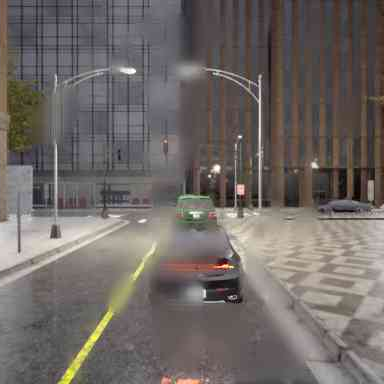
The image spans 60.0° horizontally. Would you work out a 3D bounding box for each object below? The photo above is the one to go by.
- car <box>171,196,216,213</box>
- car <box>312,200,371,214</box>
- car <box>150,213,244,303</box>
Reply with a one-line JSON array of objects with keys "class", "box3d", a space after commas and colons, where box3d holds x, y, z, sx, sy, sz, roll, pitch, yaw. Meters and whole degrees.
[{"class": "car", "box3d": [0.048, 1.218, 18.151, 2.150, 2.045, 5.566, 0, 0, -3]}, {"class": "car", "box3d": [15.057, 1.478, 33.524, 5.357, 1.411, 2.033, 0, 0, 0]}, {"class": "car", "box3d": [0.086, 1.503, 8.159, 1.837, 1.490, 4.892, 0, 0, 0]}]
